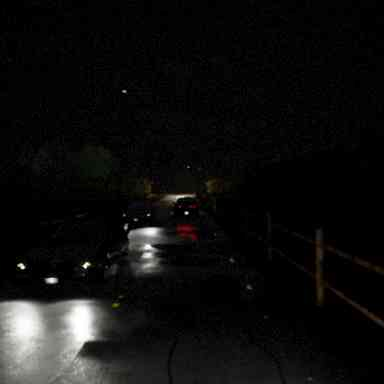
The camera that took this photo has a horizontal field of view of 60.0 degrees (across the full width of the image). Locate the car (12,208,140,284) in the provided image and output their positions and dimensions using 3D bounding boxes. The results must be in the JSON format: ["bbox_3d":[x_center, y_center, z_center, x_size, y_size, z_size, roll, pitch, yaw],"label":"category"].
[{"bbox_3d":[-3.002,1.447,9.666,2.033,1.411,5.357,-1,1,-1],"label":"car"}]

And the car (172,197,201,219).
[{"bbox_3d":[-0.424,1.140,25.132,1.837,1.490,4.892,-1,1,-1],"label":"car"}]

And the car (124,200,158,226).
[{"bbox_3d":[-3.194,1.257,21.031,1.812,1.442,4.674,-1,1,-1],"label":"car"}]
